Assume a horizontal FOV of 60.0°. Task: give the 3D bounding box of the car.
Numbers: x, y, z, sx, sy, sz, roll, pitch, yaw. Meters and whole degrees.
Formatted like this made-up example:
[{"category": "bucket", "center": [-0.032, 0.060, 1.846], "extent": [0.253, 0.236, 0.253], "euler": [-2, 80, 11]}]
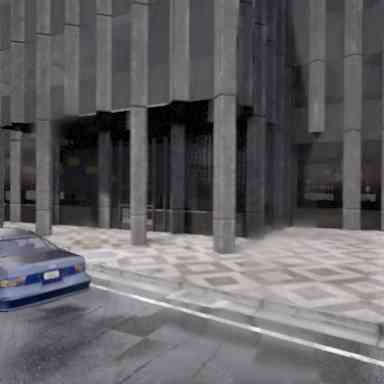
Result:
[{"category": "car", "center": [-4.522, 1.525, 7.464], "extent": [5.357, 1.411, 2.033], "euler": [0, 0, 37]}]
